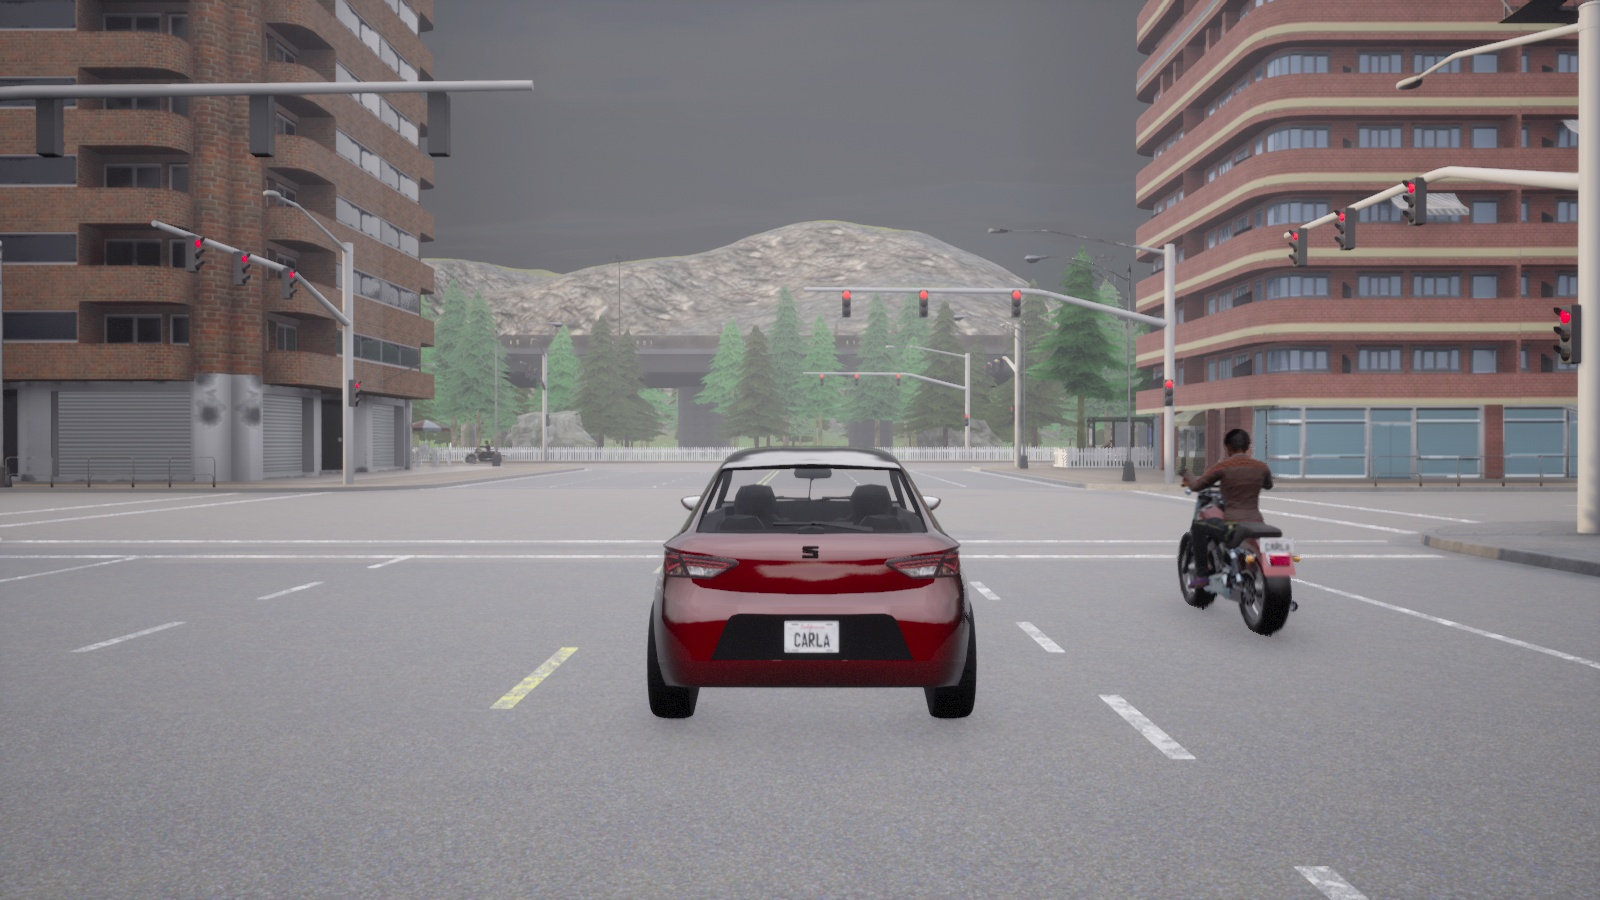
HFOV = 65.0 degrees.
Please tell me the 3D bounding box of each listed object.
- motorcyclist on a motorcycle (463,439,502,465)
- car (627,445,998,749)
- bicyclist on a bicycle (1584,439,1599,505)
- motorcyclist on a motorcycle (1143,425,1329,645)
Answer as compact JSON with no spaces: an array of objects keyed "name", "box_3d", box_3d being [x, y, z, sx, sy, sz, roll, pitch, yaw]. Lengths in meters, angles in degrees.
[{"name":"motorcyclist on a motorcycle","box_3d":[-20.755,0.142,82.040,2.350,1.649,0.766,0,0,0]},{"name":"car","box_3d":[0.073,0.712,8.241,1.816,1.474,4.193,0,0,0]},{"name":"bicyclist on a bicycle","box_3d":[20.418,0.533,31.095,1.656,1.620,0.582,0,0,0]},{"name":"motorcyclist on a motorcycle","box_3d":[3.591,0.637,10.596,0.766,1.649,2.350,0,0,0]}]
